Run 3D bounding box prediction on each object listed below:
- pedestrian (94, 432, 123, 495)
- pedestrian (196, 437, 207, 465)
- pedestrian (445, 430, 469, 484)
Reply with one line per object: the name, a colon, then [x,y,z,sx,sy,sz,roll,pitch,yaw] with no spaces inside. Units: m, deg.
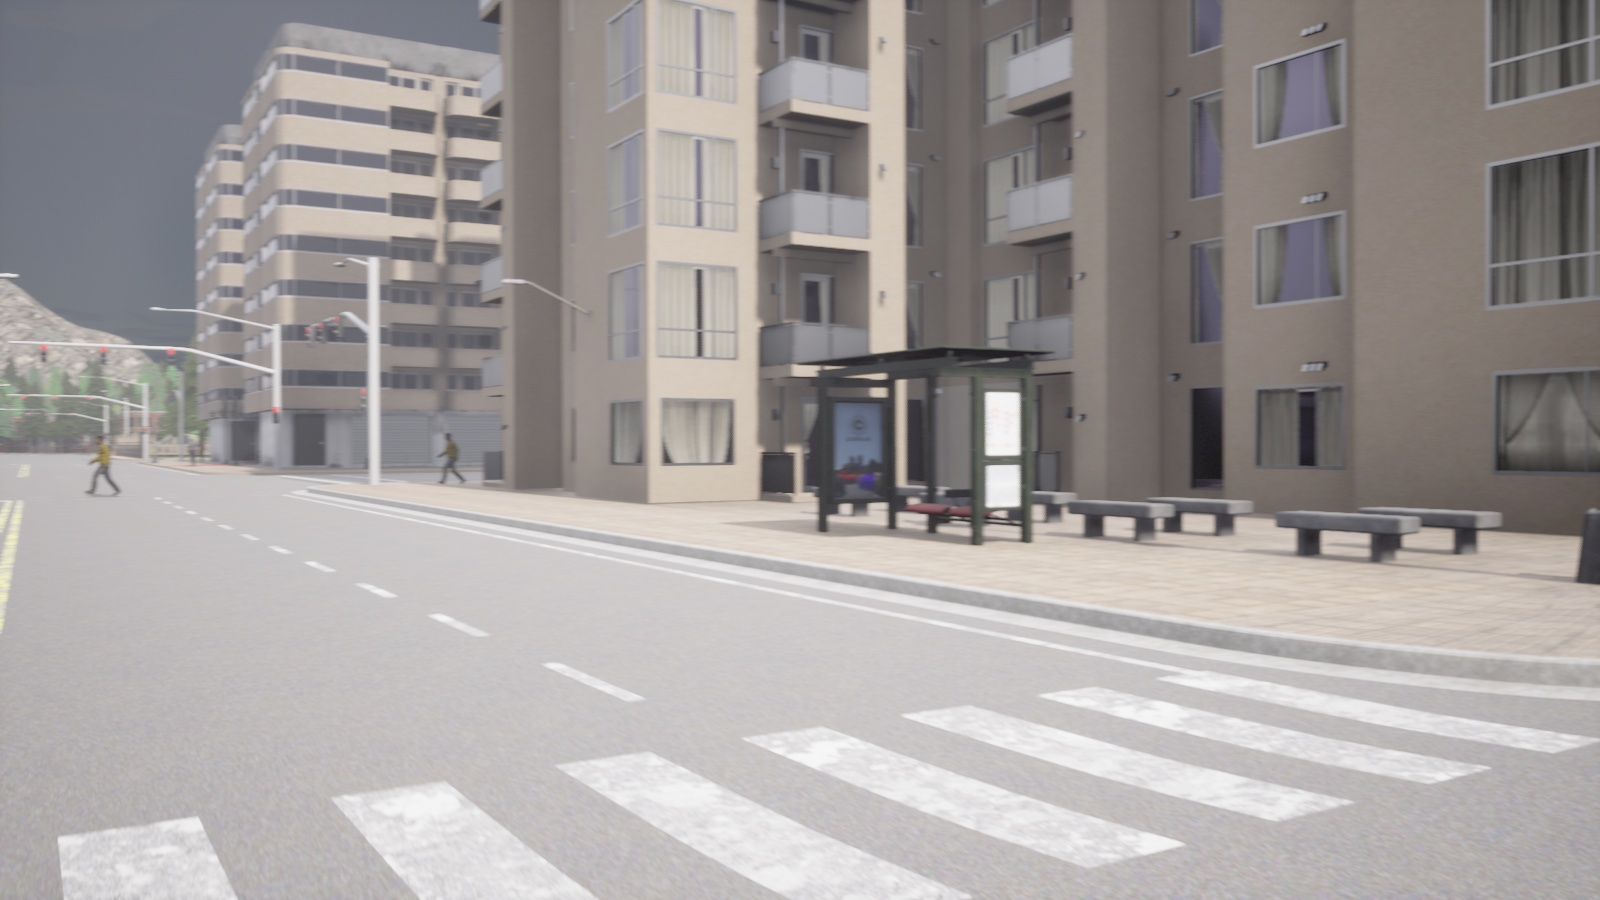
pedestrian: [-20.420,0.392,37.108,0.709,1.840,0.431,0,0,-24]
pedestrian: [-38.877,0.065,81.571,0.540,1.848,0.694,0,0,-30]
pedestrian: [-11.709,0.233,42.853,0.709,1.840,0.431,0,0,-29]
